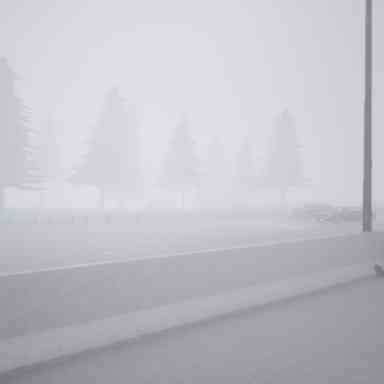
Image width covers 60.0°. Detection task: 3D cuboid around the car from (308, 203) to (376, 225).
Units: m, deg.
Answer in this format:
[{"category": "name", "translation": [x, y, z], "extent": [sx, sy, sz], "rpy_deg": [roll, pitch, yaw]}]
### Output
[{"category": "car", "translation": [11.456, 1.743, 25.054], "extent": [4.718, 1.301, 1.895], "rpy_deg": [1, 0, -23]}]

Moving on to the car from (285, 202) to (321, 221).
[{"category": "car", "translation": [10.218, 1.629, 28.330], "extent": [4.902, 1.511, 2.128], "rpy_deg": [1, 0, -23]}]
